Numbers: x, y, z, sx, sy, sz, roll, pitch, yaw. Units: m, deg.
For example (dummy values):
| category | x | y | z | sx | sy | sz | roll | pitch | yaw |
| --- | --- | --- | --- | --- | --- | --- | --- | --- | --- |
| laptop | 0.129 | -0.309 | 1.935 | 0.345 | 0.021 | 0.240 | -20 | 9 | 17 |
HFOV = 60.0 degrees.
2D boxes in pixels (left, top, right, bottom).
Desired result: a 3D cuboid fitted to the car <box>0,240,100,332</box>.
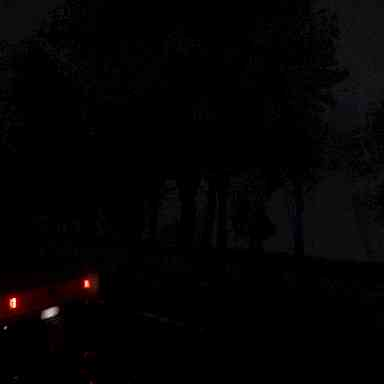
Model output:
| category | x | y | z | sx | sy | sz | roll | pitch | yaw |
| --- | --- | --- | --- | --- | --- | --- | --- | --- | --- |
| car | -4.053 | 1.639 | 6.578 | 4.718 | 1.301 | 1.895 | 0 | 0 | 36 |
